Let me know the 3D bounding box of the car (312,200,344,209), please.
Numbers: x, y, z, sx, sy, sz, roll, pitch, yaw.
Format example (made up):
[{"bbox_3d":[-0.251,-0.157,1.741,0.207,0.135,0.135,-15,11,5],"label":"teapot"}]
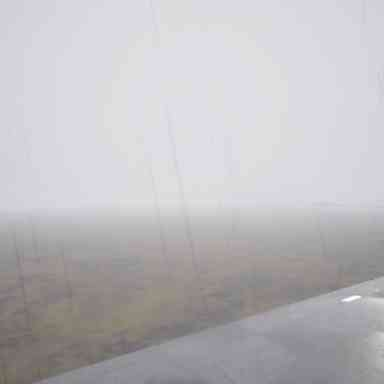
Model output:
[{"bbox_3d":[22.012,1.980,54.043,1.895,1.301,4.718,0,0,-35],"label":"car"}]
